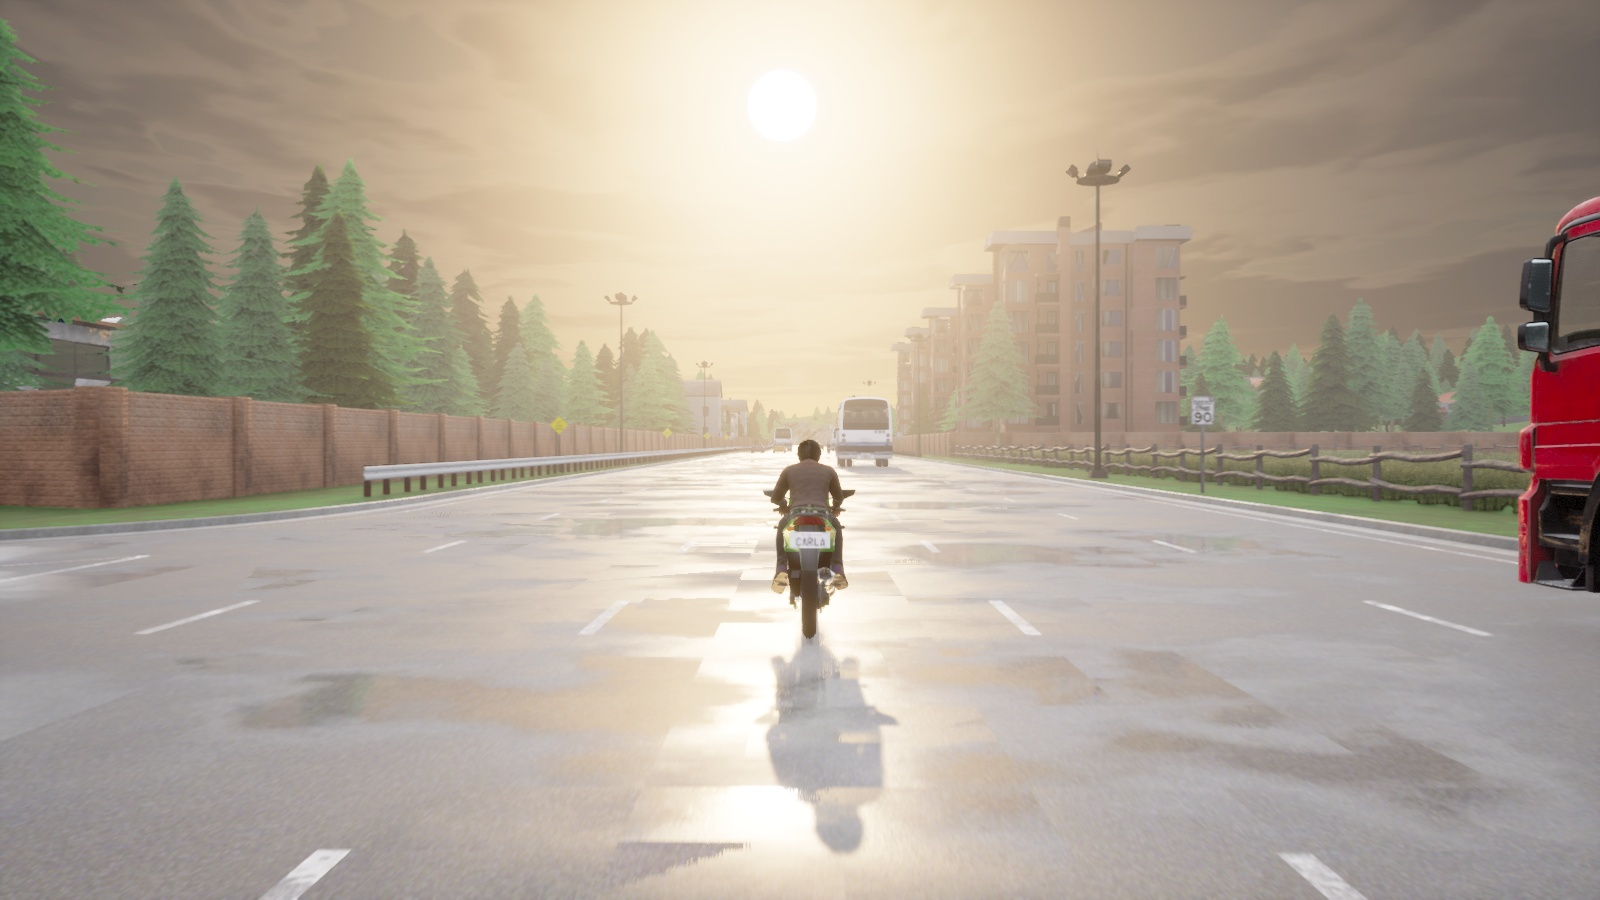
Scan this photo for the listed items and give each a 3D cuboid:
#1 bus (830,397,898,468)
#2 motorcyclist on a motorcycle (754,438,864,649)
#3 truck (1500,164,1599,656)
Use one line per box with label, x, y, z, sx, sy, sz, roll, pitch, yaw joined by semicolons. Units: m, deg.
bus;3.975;-1.082;80.759;3.944;4.253;10.273;0;0;0
motorcyclist on a motorcycle;0.073;0.672;10.119;0.797;1.523;2.044;0;0;0
truck;7.051;-0.264;6.105;2.891;3.462;7.936;0;0;0
